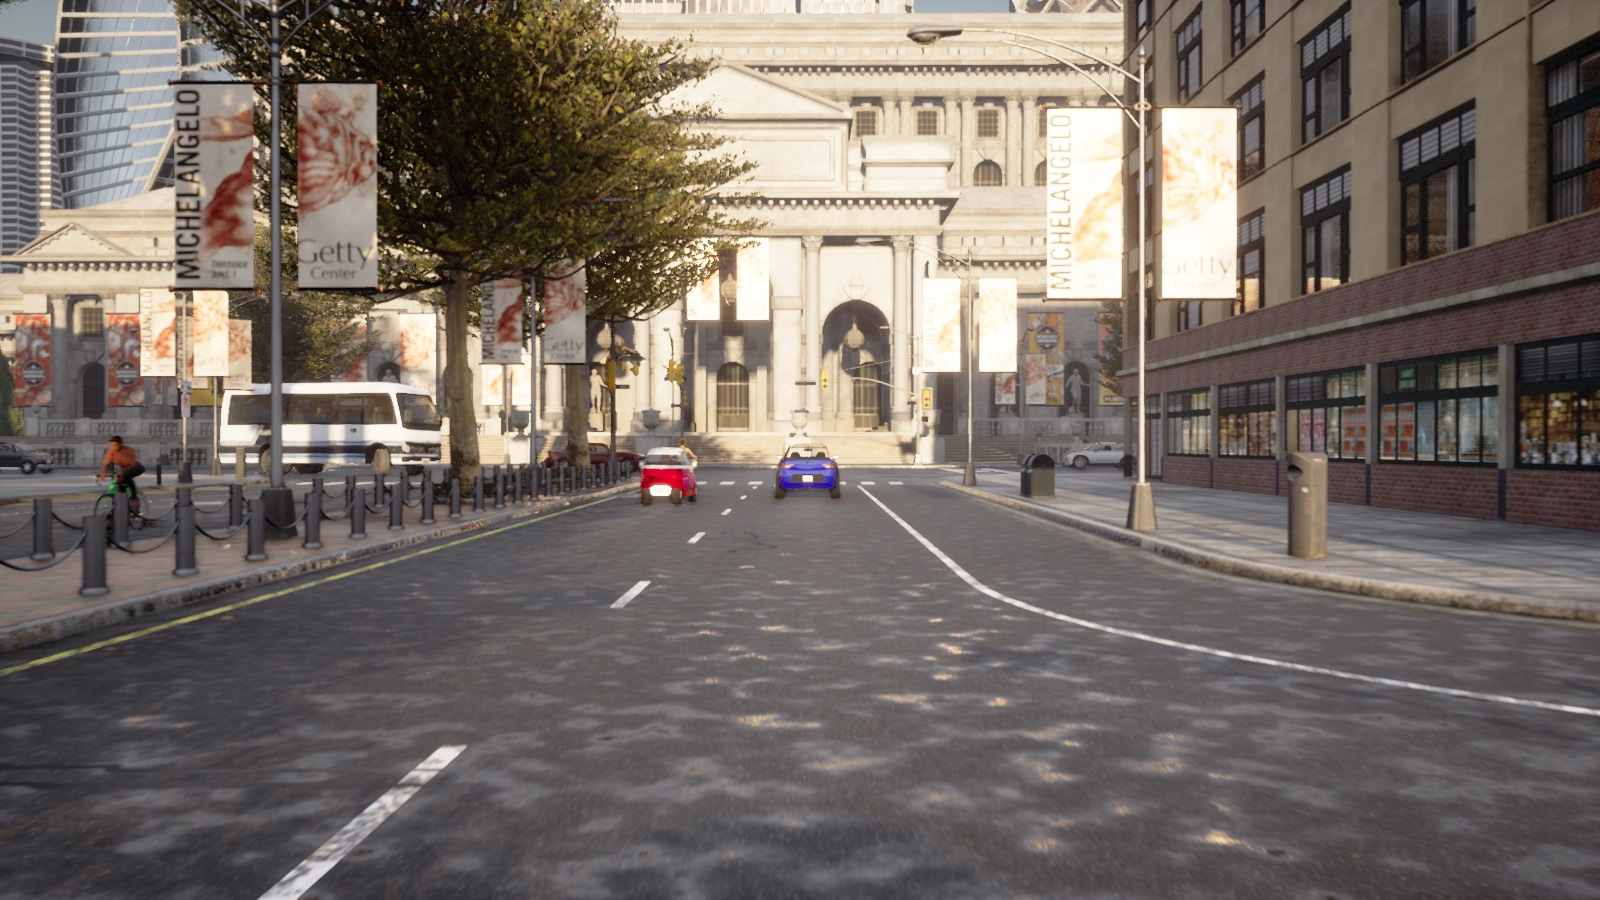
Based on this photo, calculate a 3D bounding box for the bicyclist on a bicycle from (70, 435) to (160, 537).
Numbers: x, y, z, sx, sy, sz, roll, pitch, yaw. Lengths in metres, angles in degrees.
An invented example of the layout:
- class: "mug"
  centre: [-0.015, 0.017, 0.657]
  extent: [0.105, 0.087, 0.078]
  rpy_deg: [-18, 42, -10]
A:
- class: "bicyclist on a bicycle"
  centre: [-11.366, 0.567, 20.884]
  extent: [0.582, 1.620, 1.656]
  rpy_deg: [0, 1, 0]

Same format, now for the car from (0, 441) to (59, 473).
- class: "car"
  centre: [-38.752, 0.331, 61.672]
  extent: [3.705, 1.549, 1.789]
  rpy_deg: [0, 0, 0]

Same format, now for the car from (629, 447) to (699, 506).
- class: "car"
  centre: [-3.309, 0.617, 30.877]
  extent: [1.481, 1.376, 2.207]
  rpy_deg: [0, 1, 0]

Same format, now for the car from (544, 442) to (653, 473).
- class: "car"
  centre: [-9.802, 0.355, 61.396]
  extent: [5.008, 1.535, 1.882]
  rpy_deg: [0, 0, 1]

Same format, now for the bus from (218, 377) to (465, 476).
- class: "bus"
  centre: [-20.972, -0.986, 57.556]
  extent: [10.273, 4.253, 3.944]
  rpy_deg: [0, -1, 17]

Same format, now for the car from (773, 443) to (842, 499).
- class: "car"
  centre: [0.216, 0.553, 35.274]
  extent: [1.816, 1.474, 4.193]
  rpy_deg: [0, 0, 0]

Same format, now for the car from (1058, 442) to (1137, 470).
- class: "car"
  centre: [16.122, 0.324, 68.144]
  extent: [3.806, 1.475, 1.970]
  rpy_deg: [0, 0, 1]
